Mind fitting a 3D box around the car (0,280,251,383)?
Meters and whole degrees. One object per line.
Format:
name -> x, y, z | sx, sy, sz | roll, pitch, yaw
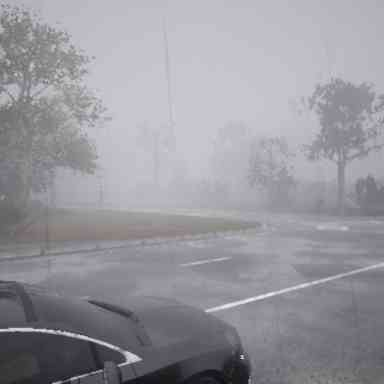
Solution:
car -> -1.673, 1.505, 2.533 | 4.892, 1.490, 1.837 | 0, 0, -36
